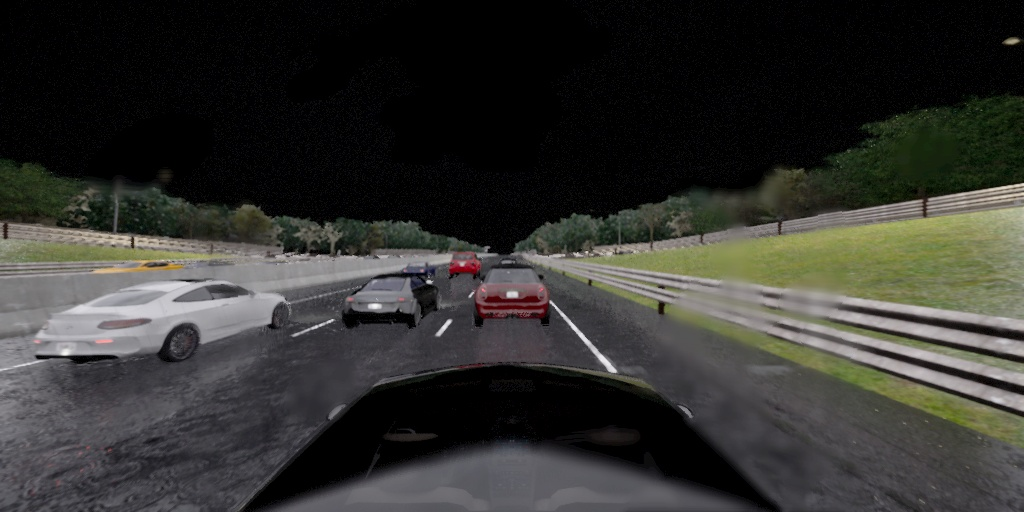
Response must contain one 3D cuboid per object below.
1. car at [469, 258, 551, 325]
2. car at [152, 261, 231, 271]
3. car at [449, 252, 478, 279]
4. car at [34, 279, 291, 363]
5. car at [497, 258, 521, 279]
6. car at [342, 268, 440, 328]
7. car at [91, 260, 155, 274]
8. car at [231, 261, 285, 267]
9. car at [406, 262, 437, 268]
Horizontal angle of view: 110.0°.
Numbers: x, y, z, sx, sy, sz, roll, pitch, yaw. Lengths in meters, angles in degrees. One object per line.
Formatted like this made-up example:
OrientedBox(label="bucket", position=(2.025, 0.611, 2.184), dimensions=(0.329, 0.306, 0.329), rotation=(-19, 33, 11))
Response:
OrientedBox(label="car", position=(-0.017, 1.015, 11.549), dimensions=(2.097, 1.767, 4.553), rotation=(0, 0, -1))
OrientedBox(label="car", position=(-21.404, 1.089, 25.146), dimensions=(2.033, 1.411, 5.357), rotation=(0, 1, -1))
OrientedBox(label="car", position=(-3.770, 0.717, 29.498), dimensions=(2.150, 2.045, 5.566), rotation=(0, 1, -1))
OrientedBox(label="car", position=(-6.970, 1.224, 7.892), dimensions=(1.812, 1.442, 4.674), rotation=(0, 1, -1))
OrientedBox(label="car", position=(-0.284, 0.990, 30.483), dimensions=(1.837, 1.490, 4.892), rotation=(0, 1, -1))
OrientedBox(label="car", position=(-3.510, 1.232, 11.120), dimensions=(1.994, 1.385, 4.181), rotation=(0, 1, -1))
OrientedBox(label="car", position=(-24.888, 1.030, 24.041), dimensions=(1.882, 1.535, 5.008), rotation=(0, 1, -1))
OrientedBox(label="car", position=(-17.922, 1.092, 26.396), dimensions=(1.994, 1.385, 4.181), rotation=(0, 1, -1))
OrientedBox(label="car", position=(-7.257, 1.105, 28.623), dimensions=(1.895, 1.301, 4.718), rotation=(0, 1, -1))
